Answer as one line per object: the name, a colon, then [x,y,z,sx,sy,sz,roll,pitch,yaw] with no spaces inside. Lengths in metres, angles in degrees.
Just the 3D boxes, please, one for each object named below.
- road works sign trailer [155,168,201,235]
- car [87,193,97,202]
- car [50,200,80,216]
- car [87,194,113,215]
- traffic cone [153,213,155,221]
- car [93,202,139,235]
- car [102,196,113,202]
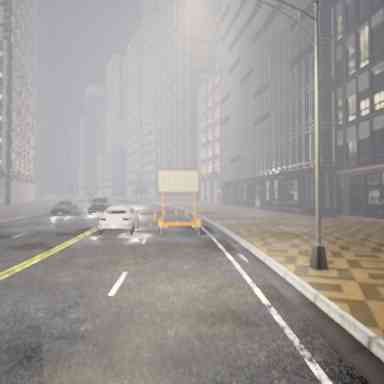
road works sign trailer: [-0.781,0.446,18.958,2.380,3.560,2.880,0,0,-6]
car: [-21.678,1.212,72.152,2.097,1.767,4.553,0,0,-17]
car: [-12.384,1.502,32.749,2.033,1.411,5.357,0,0,-8]
car: [-9.290,1.311,33.877,2.097,1.767,4.553,0,0,-9]
traffic cone: [-2.883,1.930,25.776,0.340,0.580,0.340,0,0,-6]
car: [-4.053,1.507,18.774,1.812,1.442,4.674,0,0,-5]
car: [-18.585,1.533,73.165,1.895,1.301,4.718,0,0,-19]
